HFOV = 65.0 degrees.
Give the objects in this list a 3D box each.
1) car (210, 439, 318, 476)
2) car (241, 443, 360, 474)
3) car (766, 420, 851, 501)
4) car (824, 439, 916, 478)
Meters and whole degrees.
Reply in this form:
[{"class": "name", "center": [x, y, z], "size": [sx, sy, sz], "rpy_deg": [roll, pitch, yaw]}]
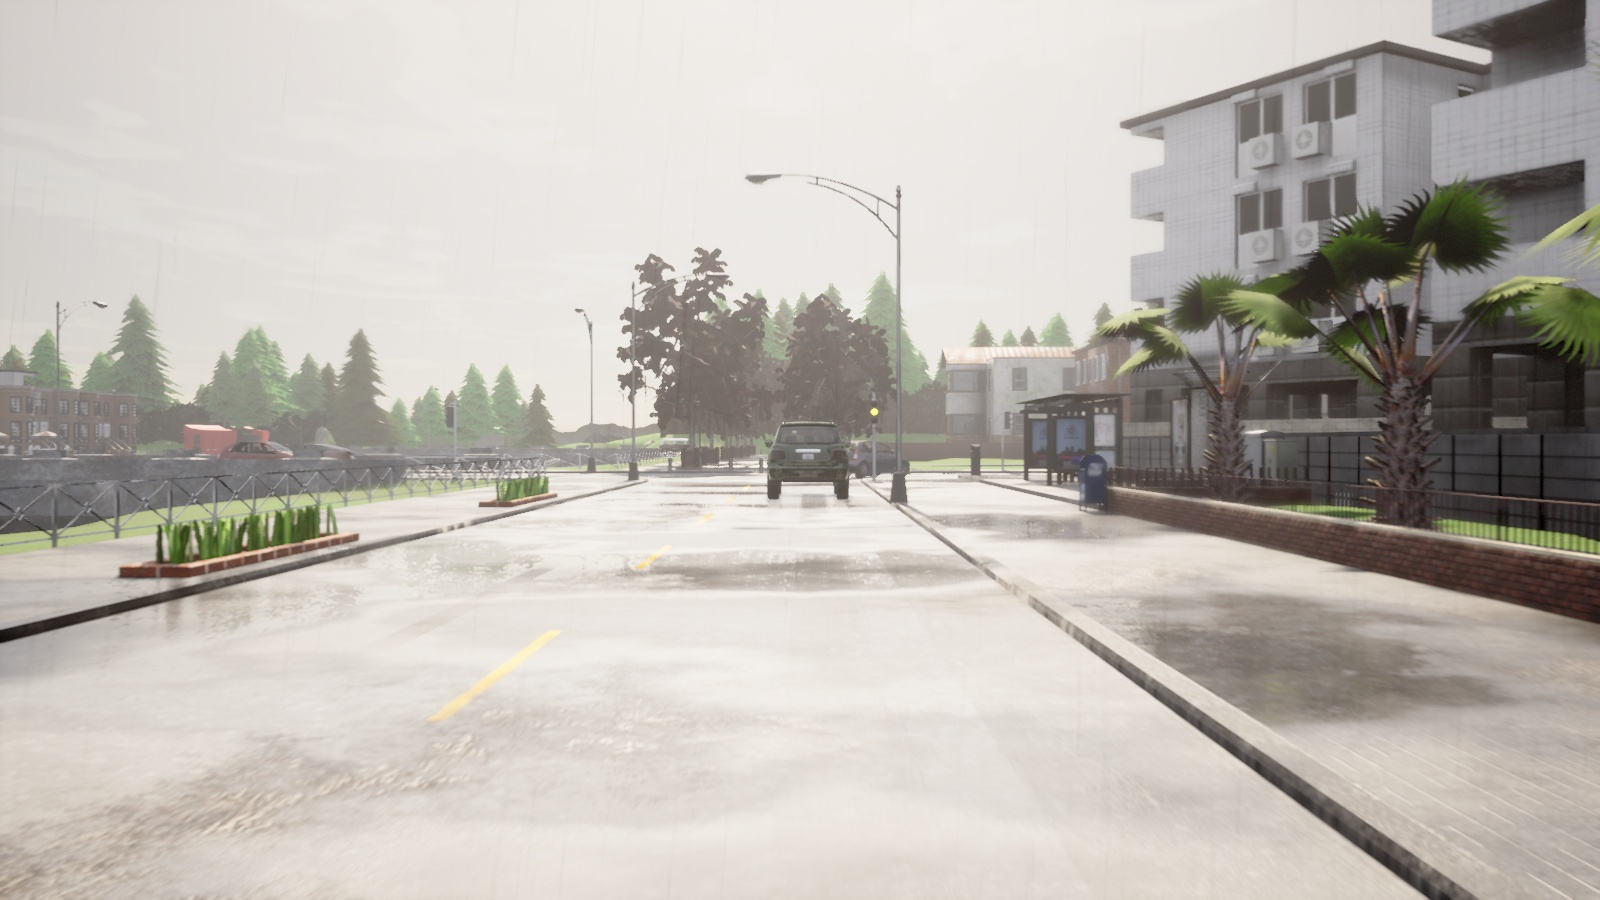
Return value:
[{"class": "car", "center": [-23.724, 0.312, 55.712], "size": [3.988, 1.617, 1.851], "rpy_deg": [0, 0, 0]}, {"class": "car", "center": [-23.692, 0.391, 59.714], "size": [4.792, 1.488, 2.163], "rpy_deg": [0, 0, 0]}, {"class": "car", "center": [0.216, 0.268, 34.595], "size": [2.150, 2.045, 5.566], "rpy_deg": [0, 0, 0]}, {"class": "car", "center": [3.043, 0.343, 53.893], "size": [1.851, 1.617, 3.988], "rpy_deg": [0, 0, 43]}]
